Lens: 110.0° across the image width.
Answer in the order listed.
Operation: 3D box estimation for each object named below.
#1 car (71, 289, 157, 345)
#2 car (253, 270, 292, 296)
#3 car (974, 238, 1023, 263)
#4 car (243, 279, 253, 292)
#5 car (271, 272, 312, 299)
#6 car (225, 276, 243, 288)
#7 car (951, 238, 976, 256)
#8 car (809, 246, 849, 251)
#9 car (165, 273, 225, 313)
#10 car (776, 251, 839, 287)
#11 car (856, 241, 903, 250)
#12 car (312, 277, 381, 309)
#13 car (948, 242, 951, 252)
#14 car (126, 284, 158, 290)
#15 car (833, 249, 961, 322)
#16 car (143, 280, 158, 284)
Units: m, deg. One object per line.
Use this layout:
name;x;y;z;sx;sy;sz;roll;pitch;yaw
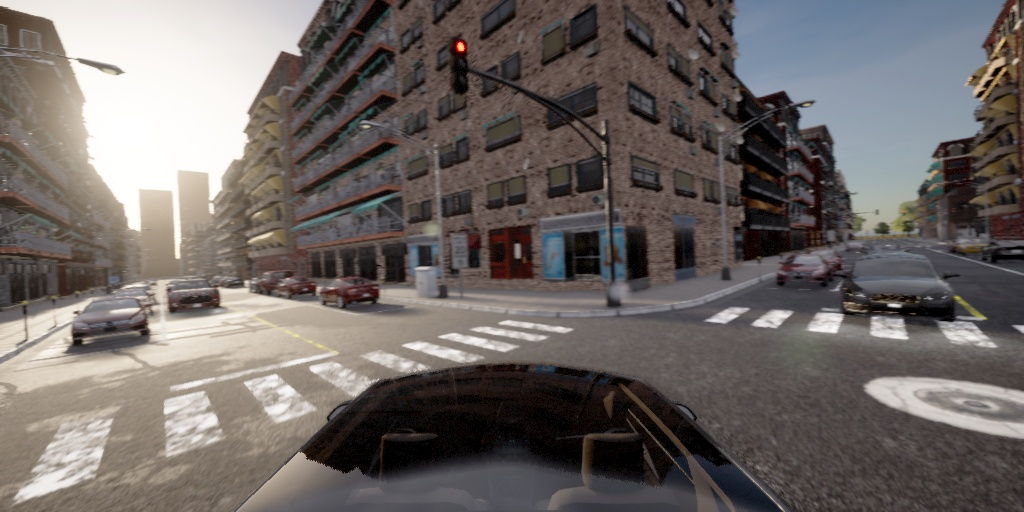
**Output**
car;-13.766;2.091;12.495;1.802;1.307;4.207;0;0;-45
car;-18.855;2.100;28.841;2.192;1.841;5.009;0;0;-45
car;30.581;-0.317;22.086;4.313;1.339;1.948;0;0;-44
car;-22.825;2.556;32.874;2.007;1.370;4.403;0;0;-45
car;-14.884;2.110;24.808;1.888;1.381;4.507;0;0;-45
car;-34.738;3.235;44.974;1.948;1.339;4.313;0;0;-45
car;38.714;-0.800;30.021;4.829;1.417;1.751;0;0;-44
car;17.205;0.305;19.994;4.507;1.381;1.888;0;0;-44
car;-18.084;2.095;20.346;2.097;1.767;4.553;-3;0;-45
car;13.208;0.562;16.094;4.207;1.307;1.802;0;0;-44
car;22.774;-0.021;21.919;4.902;1.511;2.128;-3;1;-44
car;-8.188;1.740;18.007;1.888;1.381;4.507;0;0;-45
car;42.598;-0.966;33.810;4.207;1.307;1.802;0;0;-44
car;-20.728;2.476;19.567;1.802;1.307;4.207;0;0;-45
car;10.118;0.724;9.569;4.892;1.490;1.837;-4;1;-44
car;-28.652;2.899;27.615;1.948;1.339;4.313;0;0;-45
